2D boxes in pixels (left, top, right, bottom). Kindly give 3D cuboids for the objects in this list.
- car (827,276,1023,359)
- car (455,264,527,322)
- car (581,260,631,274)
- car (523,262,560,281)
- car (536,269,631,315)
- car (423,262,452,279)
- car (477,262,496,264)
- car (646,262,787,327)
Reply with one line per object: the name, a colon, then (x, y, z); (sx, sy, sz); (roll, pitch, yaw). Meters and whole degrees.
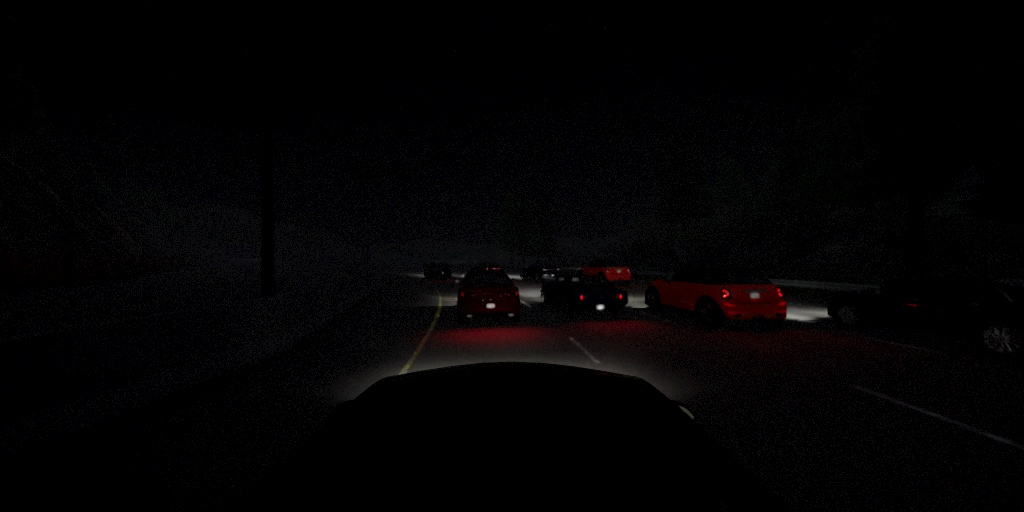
car: (10.049, 1.194, 8.244); (1.837, 1.490, 4.892); (0, 0, -5)
car: (-0.930, 1.228, 12.390); (1.882, 1.535, 5.008); (0, 0, -8)
car: (6.651, 1.052, 26.272); (2.097, 1.767, 4.553); (0, 0, -16)
car: (2.251, 1.216, 28.787); (2.128, 1.511, 4.902); (0, 0, -18)
car: (2.465, 1.331, 13.548); (1.895, 1.301, 4.718); (0, 0, -9)
car: (-6.953, 1.267, 33.160); (2.128, 1.511, 4.902); (0, 0, -24)
car: (-2.291, 1.241, 31.003); (2.128, 1.511, 4.902); (0, 0, -21)
car: (6.199, 1.062, 11.586); (2.097, 1.767, 4.553); (0, 0, -6)
